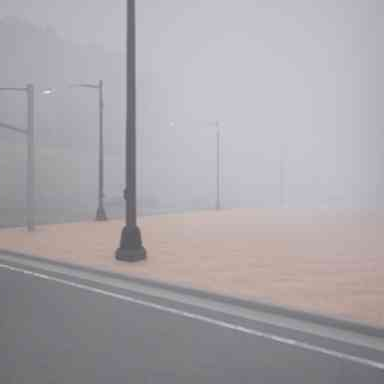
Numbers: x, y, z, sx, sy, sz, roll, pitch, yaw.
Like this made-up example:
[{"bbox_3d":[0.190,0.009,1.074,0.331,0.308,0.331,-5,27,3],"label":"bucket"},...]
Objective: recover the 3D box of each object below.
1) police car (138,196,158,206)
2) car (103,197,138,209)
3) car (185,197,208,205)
[{"bbox_3d":[-7.780,1.429,55.392,1.930,1.638,5.238,0,0,36],"label":"police car"},{"bbox_3d":[-10.349,1.481,45.982,1.882,1.535,5.008,0,0,36],"label":"car"},{"bbox_3d":[0.962,1.595,61.560,2.033,1.411,5.357,0,0,36],"label":"car"}]
